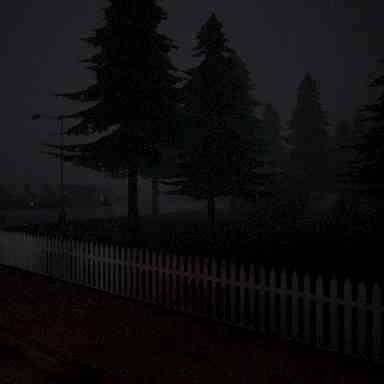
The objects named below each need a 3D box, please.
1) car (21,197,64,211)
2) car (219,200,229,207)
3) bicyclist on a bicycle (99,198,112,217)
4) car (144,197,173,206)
[{"bbox_3d":[-17.337,1.350,38.712,2.097,1.767,4.553,0,0,34],"label":"car"},{"bbox_3d":[4.278,1.220,51.479,2.150,2.045,5.566,0,0,34],"label":"car"},{"bbox_3d":[-7.200,1.301,27.864,1.656,1.620,0.582,0,0,34],"label":"bicyclist on a bicycle"},{"bbox_3d":[-5.577,1.222,55.915,2.150,2.045,5.566,0,0,35],"label":"car"}]
